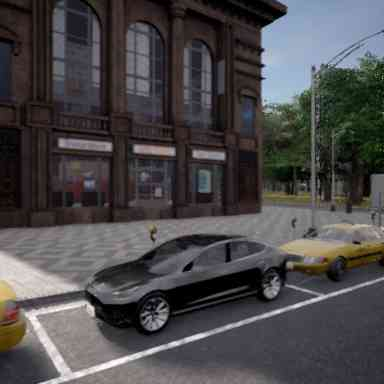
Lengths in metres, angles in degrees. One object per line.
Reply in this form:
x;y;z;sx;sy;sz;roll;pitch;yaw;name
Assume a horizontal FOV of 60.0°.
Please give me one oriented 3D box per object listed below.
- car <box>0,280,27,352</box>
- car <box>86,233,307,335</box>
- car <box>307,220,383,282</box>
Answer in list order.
-4.452;1.525;3.474;4.829;1.417;1.752;0;0;-36;car
0.113;1.567;6.731;4.313;1.339;1.947;0;0;-36;car
4.401;1.529;9.791;4.829;1.417;1.752;0;0;-36;car
